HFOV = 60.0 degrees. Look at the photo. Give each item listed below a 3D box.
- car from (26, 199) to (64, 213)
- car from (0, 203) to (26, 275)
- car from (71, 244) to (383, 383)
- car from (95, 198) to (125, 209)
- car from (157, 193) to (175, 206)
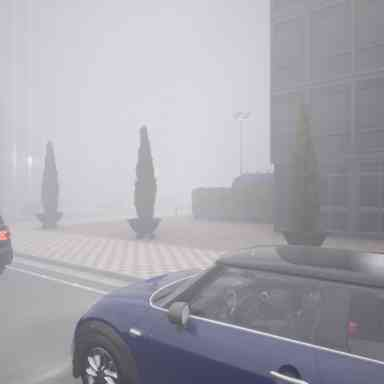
[{"bbox_3d":[-16.814,1.491,37.206,2.128,1.511,4.902,0,0,35],"label":"car"},{"bbox_3d":[-7.056,1.222,9.004,5.566,2.045,2.150,0,0,36],"label":"car"},{"bbox_3d":[0.807,1.352,3.418,4.553,1.767,2.097,0,0,36],"label":"car"},{"bbox_3d":[-11.115,1.564,45.343,1.994,1.385,4.181,0,0,35],"label":"car"},{"bbox_3d":[-5.029,1.221,54.024,2.150,2.045,5.566,0,0,35],"label":"car"}]
